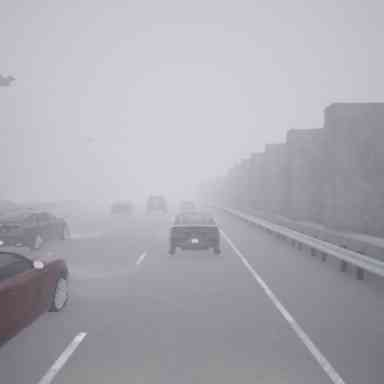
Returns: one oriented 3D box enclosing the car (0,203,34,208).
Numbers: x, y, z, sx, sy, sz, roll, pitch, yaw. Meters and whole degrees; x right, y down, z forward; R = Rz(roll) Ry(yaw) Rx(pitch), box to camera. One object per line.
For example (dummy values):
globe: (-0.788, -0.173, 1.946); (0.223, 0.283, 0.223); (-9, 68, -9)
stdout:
car: (-10.450, 1.621, 20.464); (2.033, 1.411, 5.357); (0, 0, -1)

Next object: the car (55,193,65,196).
car: (-33.823, 1.313, 85.741); (2.150, 2.045, 5.566); (0, 0, -18)

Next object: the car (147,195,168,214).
car: (-3.958, 1.373, 38.234); (2.150, 2.045, 5.566); (0, 0, -2)

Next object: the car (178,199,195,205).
car: (-0.695, 1.664, 42.989); (2.128, 1.511, 4.902); (0, 0, -3)

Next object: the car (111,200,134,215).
car: (-7.356, 1.614, 35.560); (1.882, 1.535, 5.008); (0, 0, -2)

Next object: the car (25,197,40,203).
car: (-32.435, 1.764, 67.698); (2.128, 1.511, 4.902); (0, 0, -11)

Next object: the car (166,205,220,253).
car: (0.091, 1.534, 13.935); (1.882, 1.535, 5.008); (0, 0, 0)

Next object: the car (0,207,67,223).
car: (-6.907, 1.558, 14.358); (1.837, 1.490, 4.892); (0, 0, 0)

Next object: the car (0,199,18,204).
car: (-25.536, 1.706, 45.083); (2.033, 1.411, 5.357); (0, 0, -4)

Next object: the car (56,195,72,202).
car: (-24.598, 1.831, 64.400); (1.895, 1.301, 4.718); (0, 0, -10)

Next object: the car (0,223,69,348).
car: (-3.401, 1.494, 4.703); (1.882, 1.535, 5.008); (0, 0, 0)
